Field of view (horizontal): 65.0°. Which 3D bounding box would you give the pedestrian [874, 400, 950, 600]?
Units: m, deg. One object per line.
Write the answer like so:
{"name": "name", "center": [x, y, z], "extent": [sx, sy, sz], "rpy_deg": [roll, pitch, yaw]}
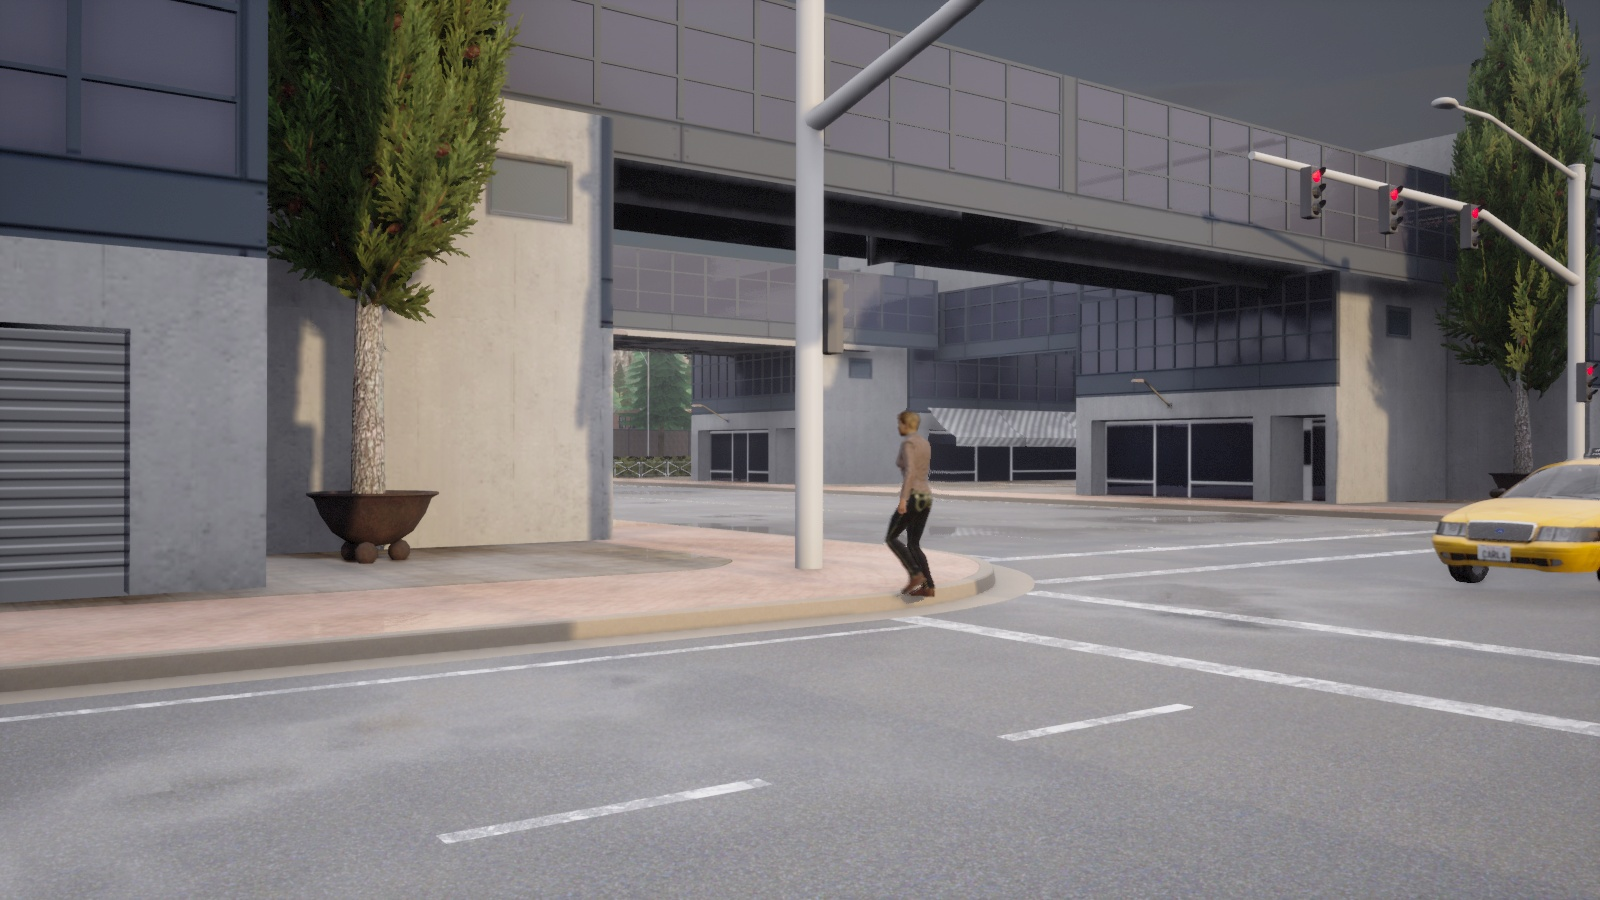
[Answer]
{"name": "pedestrian", "center": [1.063, 0.465, 11.963], "extent": [0.634, 1.846, 0.331], "rpy_deg": [0, 0, 36]}

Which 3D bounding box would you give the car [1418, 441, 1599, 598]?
{"name": "car", "center": [9.637, 0.699, 14.976], "extent": [5.366, 1.575, 1.801], "rpy_deg": [0, 0, -36]}
